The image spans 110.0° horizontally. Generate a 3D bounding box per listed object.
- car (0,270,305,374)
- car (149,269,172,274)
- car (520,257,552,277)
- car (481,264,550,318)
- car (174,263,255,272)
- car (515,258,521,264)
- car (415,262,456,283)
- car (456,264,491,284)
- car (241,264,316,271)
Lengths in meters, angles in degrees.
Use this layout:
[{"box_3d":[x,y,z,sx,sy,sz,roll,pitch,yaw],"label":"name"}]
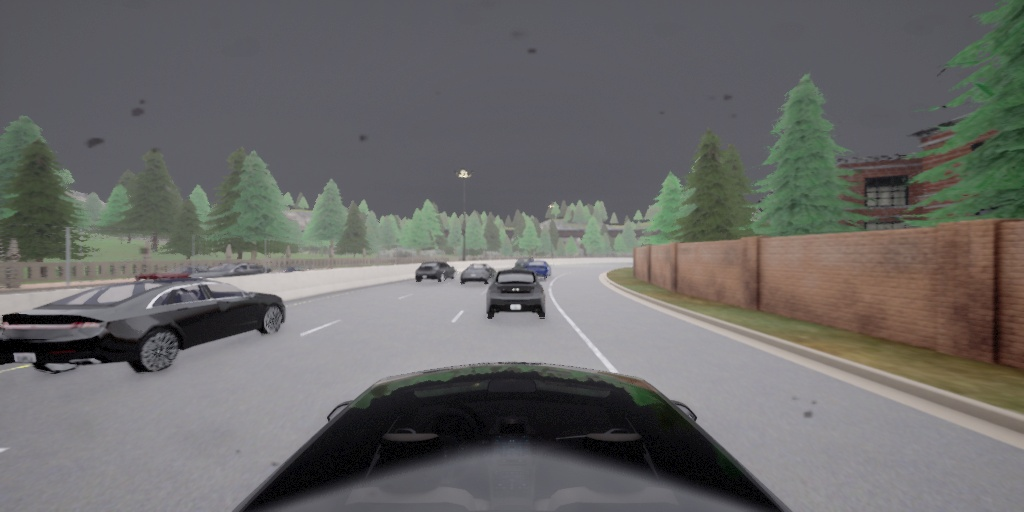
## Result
[{"box_3d":[-6.896,1.221,7.512,2.128,1.511,4.902,0,0,0],"label":"car"},{"box_3d":[-20.477,1.275,22.565,1.895,1.301,4.718,0,0,6],"label":"car"},{"box_3d":[2.310,1.111,30.895,1.882,1.535,5.008,0,0,12],"label":"car"},{"box_3d":[0.165,1.211,12.738,1.837,1.490,4.892,0,0,1],"label":"car"},{"box_3d":[-17.020,1.169,21.921,2.128,1.511,4.902,0,0,5],"label":"car"},{"box_3d":[1.834,0.941,41.981,2.097,1.767,4.553,0,0,18],"label":"car"},{"box_3d":[-5.577,1.157,26.771,1.837,1.490,4.892,0,0,9],"label":"car"},{"box_3d":[-2.246,1.220,25.413,1.994,1.385,4.181,0,0,8],"label":"car"},{"box_3d":[-13.510,1.278,21.882,1.895,1.301,4.718,0,0,6],"label":"car"}]
